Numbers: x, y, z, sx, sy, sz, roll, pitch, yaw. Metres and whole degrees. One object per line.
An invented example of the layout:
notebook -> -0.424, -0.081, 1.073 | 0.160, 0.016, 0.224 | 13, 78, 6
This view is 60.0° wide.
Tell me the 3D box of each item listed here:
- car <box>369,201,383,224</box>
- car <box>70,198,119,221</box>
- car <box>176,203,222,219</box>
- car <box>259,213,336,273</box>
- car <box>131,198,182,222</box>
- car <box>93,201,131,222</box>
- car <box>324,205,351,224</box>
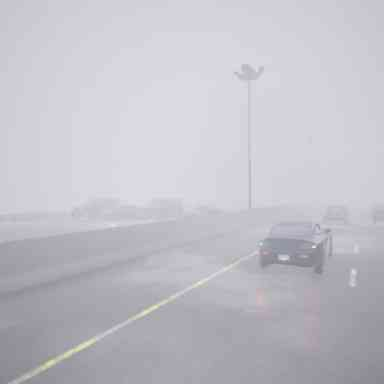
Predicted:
car -> 15.408, 1.691, 26.513 | 1.882, 1.535, 5.008 | -1, -1, 27
car -> -9.231, 1.631, 32.621 | 2.150, 2.045, 5.566 | -1, -1, 28
car -> 1.046, 1.870, 29.625 | 2.033, 1.411, 5.357 | -1, -1, 27
car -> 3.544, 1.631, 11.092 | 1.812, 1.442, 4.674 | -1, -1, 27
car -> -2.719, 1.567, 29.958 | 2.150, 2.045, 5.566 | -1, -1, 27
car -> -6.387, 1.876, 30.468 | 1.837, 1.490, 4.892 | -1, -1, 27
car -> 11.857, 1.788, 27.256 | 2.033, 1.411, 5.357 | -1, -1, 27
